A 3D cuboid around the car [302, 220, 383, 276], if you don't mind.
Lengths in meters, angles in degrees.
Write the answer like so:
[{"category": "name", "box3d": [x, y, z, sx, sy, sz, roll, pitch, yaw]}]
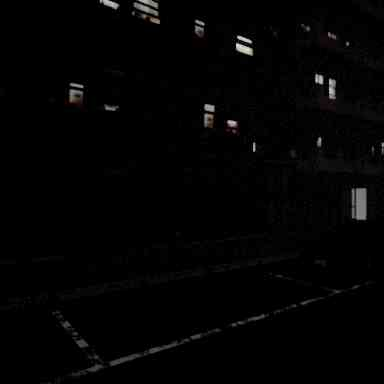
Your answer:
[{"category": "car", "box3d": [5.279, 1.562, 10.319, 4.313, 1.339, 1.947, 0, 0, -35]}]
